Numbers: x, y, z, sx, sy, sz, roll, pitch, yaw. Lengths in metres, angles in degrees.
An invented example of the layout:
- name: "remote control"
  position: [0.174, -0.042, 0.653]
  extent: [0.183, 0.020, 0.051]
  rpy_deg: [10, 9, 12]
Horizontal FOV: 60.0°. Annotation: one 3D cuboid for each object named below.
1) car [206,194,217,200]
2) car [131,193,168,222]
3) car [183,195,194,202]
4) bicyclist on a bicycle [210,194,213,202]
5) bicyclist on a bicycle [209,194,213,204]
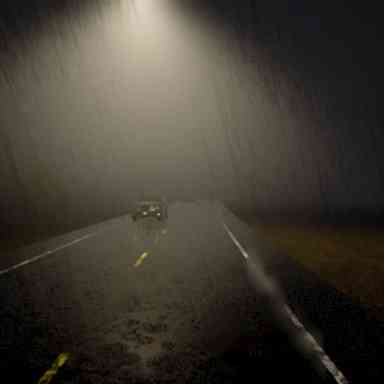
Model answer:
- name: "car"
  position: [4.528, 1.261, 83.490]
  extent: [1.895, 1.301, 4.718]
  rpy_deg: [0, 0, 6]
- name: "car"
  position: [-3.124, 1.090, 25.496]
  extent: [2.150, 2.045, 5.566]
  rpy_deg: [0, 0, 2]
- name: "car"
  position: [-0.614, 1.368, 66.301]
  extent: [1.994, 1.385, 4.181]
  rpy_deg: [0, 0, 5]
- name: "bicyclist on a bicycle"
  position: [3.956, 1.269, 67.214]
  extent: [0.582, 1.620, 1.656]
  rpy_deg: [0, 0, 5]
- name: "bicyclist on a bicycle"
  position: [3.229, 1.266, 58.268]
  extent: [0.582, 1.620, 1.656]
  rpy_deg: [0, 0, 4]
